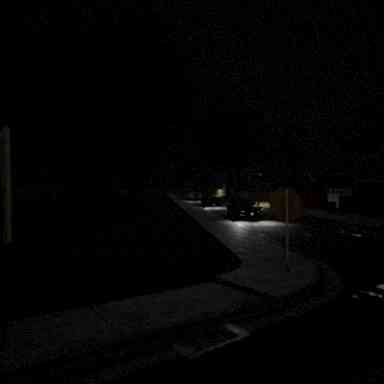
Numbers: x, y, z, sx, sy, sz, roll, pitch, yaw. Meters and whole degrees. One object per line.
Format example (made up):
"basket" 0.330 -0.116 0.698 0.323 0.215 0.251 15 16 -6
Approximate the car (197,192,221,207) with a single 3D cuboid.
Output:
"car" 2.277 1.047 40.606 2.033 1.411 5.357 -1 1 -6

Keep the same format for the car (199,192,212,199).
"car" 2.551 0.684 65.505 1.895 1.301 4.718 -1 1 -6

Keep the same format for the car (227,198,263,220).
"car" 3.875 1.224 25.192 1.837 1.490 4.892 -1 1 -6

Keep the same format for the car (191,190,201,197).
"car" 0.901 0.327 81.374 1.812 1.442 4.674 -1 1 -6

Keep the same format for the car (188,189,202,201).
"car" 0.488 0.450 58.629 2.150 2.045 5.566 -1 1 -6
